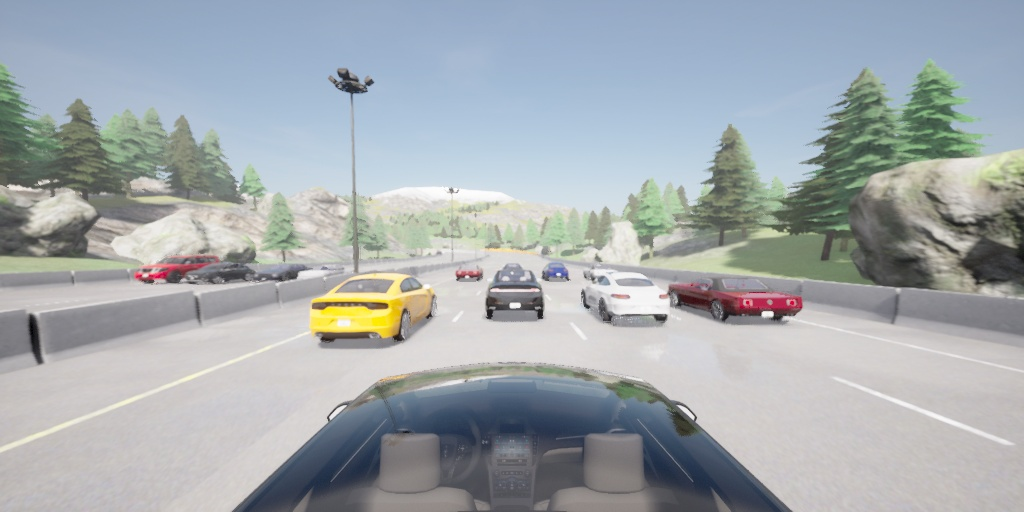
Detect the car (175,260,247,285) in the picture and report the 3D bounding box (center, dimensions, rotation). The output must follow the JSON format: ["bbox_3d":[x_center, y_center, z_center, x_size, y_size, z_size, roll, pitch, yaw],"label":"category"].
[{"bbox_3d":[-21.070,1.240,26.054,1.837,1.490,4.892,0,0,0],"label":"car"}]

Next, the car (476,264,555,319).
[{"bbox_3d":[0.090,1.216,12.779,2.128,1.511,4.902,0,0,0],"label":"car"}]

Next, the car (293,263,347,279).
[{"bbox_3d":[-14.060,1.332,27.235,1.895,1.301,4.718,0,0,1],"label":"car"}]

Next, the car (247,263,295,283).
[{"bbox_3d":[-17.551,1.280,28.087,2.033,1.411,5.357,0,0,0],"label":"car"}]

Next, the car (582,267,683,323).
[{"bbox_3d":[3.591,1.250,11.924,1.812,1.442,4.674,0,0,0],"label":"car"}]

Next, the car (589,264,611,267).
[{"bbox_3d":[7.074,1.321,29.207,1.895,1.301,4.718,0,0,0],"label":"car"}]

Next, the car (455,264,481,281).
[{"bbox_3d":[-3.426,1.326,29.712,1.895,1.301,4.718,0,0,0],"label":"car"}]

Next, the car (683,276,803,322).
[{"bbox_3d":[7.091,1.323,12.162,1.895,1.301,4.718,0,0,0],"label":"car"}]

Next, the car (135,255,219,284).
[{"bbox_3d":[-24.563,0.959,26.811,2.150,2.045,5.566,0,0,1],"label":"car"}]

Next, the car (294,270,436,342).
[{"bbox_3d":[-3.407,1.207,9.738,1.882,1.535,5.008,0,0,0],"label":"car"}]

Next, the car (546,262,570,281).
[{"bbox_3d":[3.574,1.247,29.802,1.812,1.442,4.674,0,0,0],"label":"car"}]
